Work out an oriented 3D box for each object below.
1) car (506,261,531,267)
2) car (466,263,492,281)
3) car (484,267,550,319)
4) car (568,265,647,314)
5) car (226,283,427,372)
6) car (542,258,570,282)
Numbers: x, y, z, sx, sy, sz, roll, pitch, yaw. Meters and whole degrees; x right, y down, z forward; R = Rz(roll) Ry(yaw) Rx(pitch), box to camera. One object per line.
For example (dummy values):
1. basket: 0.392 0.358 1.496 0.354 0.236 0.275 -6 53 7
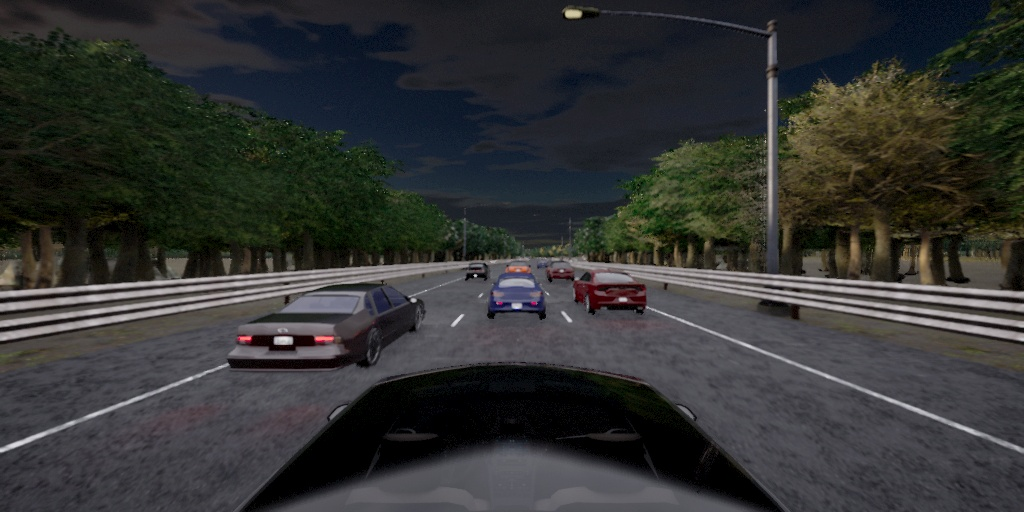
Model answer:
1. car: 0.568 1.192 31.108 2.097 1.767 4.553 0 0 2
2. car: -2.917 1.347 31.748 1.837 1.490 4.892 0 0 2
3. car: 0.171 1.296 12.860 1.812 1.442 4.674 0 0 1
4. car: 3.591 1.255 13.961 1.882 1.535 5.008 0 0 1
5. car: -3.371 1.306 7.827 2.033 1.411 5.357 0 0 0
6. car: 3.928 1.189 29.938 2.097 1.767 4.553 0 0 2
